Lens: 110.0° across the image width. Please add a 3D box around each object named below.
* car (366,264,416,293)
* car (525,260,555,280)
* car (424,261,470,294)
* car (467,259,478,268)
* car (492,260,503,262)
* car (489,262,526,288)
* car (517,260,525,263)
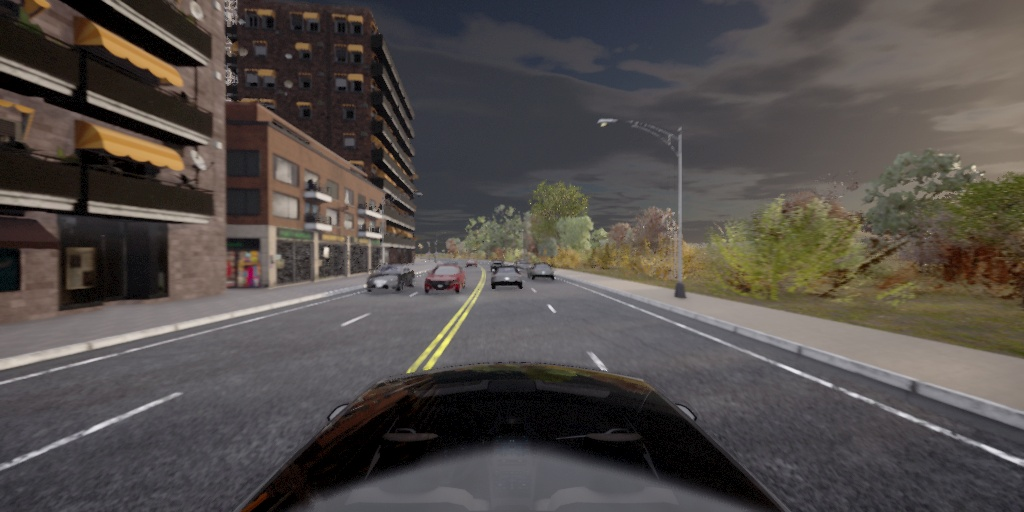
[{"bbox_3d":[-6.994,1.266,21.142,2.128,1.511,4.902,0,0,-2],"label":"car"},{"bbox_3d":[2.465,1.303,31.213,1.994,1.385,4.181,0,0,-3],"label":"car"},{"bbox_3d":[-3.721,1.242,20.623,1.882,1.535,5.008,0,0,-2],"label":"car"},{"bbox_3d":[-6.855,1.242,61.247,1.882,1.535,5.008,0,0,-6],"label":"car"},{"bbox_3d":[-1.971,1.246,47.187,1.837,1.490,4.892,0,0,-5],"label":"car"},{"bbox_3d":[-0.384,1.316,23.561,1.994,1.385,4.181,0,0,-3],"label":"car"},{"bbox_3d":[1.368,1.224,45.482,2.128,1.511,4.902,0,0,-5],"label":"car"}]
